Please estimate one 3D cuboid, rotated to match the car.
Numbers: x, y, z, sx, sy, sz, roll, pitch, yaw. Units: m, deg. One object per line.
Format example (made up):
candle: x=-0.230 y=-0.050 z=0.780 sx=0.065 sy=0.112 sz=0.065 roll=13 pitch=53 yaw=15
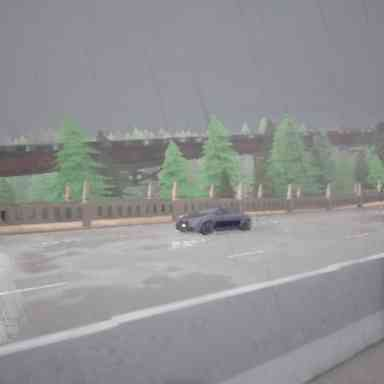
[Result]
car: x=1.222 y=1.465 z=17.753 sx=4.181 sy=1.385 sz=1.994 roll=-1 pitch=0 yaw=-35
